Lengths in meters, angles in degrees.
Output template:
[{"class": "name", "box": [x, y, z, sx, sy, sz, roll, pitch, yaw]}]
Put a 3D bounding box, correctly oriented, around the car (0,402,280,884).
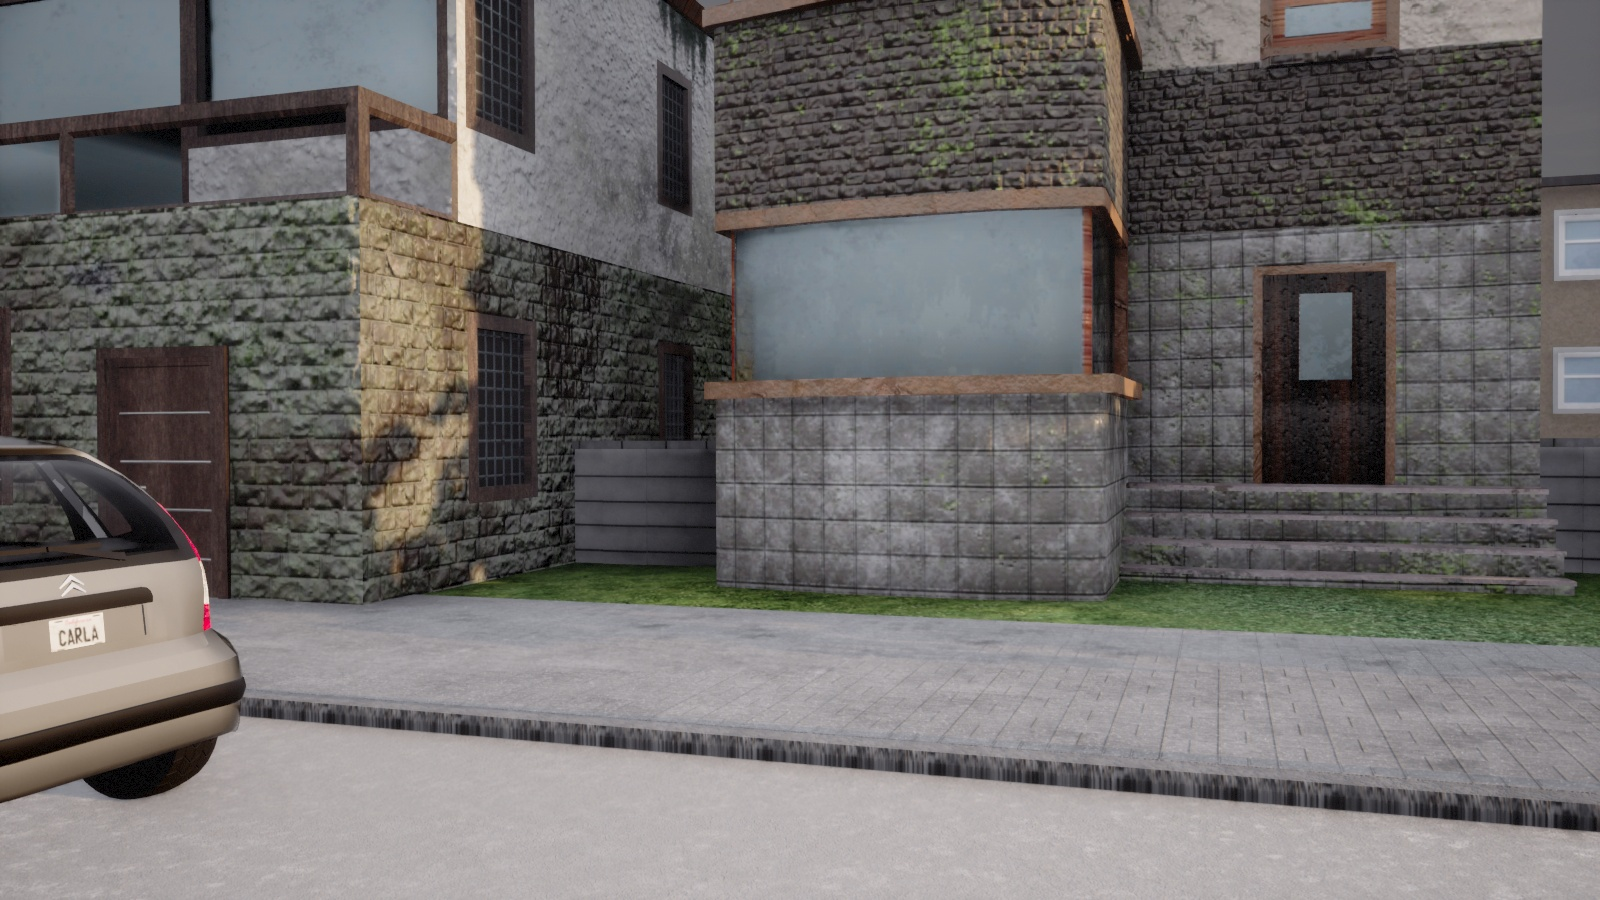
[{"class": "car", "box": [-4.446, 0.625, 5.213, 3.988, 1.617, 1.851, 1, 1, 19]}]
